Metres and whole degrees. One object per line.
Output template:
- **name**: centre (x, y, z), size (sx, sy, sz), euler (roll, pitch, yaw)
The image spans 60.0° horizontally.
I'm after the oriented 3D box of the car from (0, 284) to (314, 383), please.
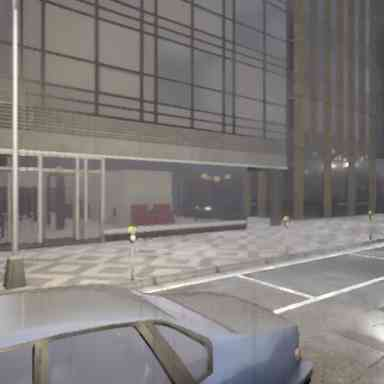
- **car**: centre (-1.379, 1.548, 2.392), size (5.357, 1.411, 2.033), euler (0, 0, -35)
